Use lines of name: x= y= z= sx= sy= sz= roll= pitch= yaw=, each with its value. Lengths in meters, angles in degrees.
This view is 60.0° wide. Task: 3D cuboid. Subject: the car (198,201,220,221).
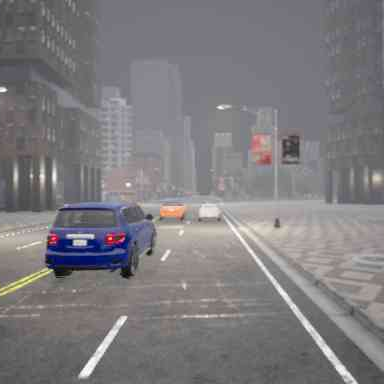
car: x=1.540 y=1.748 z=29.551 sx=1.812 sy=1.442 sz=4.674 roll=0 pitch=0 yaw=3

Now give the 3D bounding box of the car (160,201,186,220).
car: x=-1.666 y=1.602 z=30.722 sx=2.097 sy=1.767 sz=4.553 roll=0 pitch=0 yaw=3

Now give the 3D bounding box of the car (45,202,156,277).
car: x=-2.580 y=1.325 z=10.695 sx=2.150 sy=2.045 sz=5.566 roll=0 pitch=0 yaw=3

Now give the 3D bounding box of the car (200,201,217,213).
car: x=2.128 y=1.883 z=42.628 sx=1.994 sy=1.385 sz=4.181 roll=0 pitch=0 yaw=3
